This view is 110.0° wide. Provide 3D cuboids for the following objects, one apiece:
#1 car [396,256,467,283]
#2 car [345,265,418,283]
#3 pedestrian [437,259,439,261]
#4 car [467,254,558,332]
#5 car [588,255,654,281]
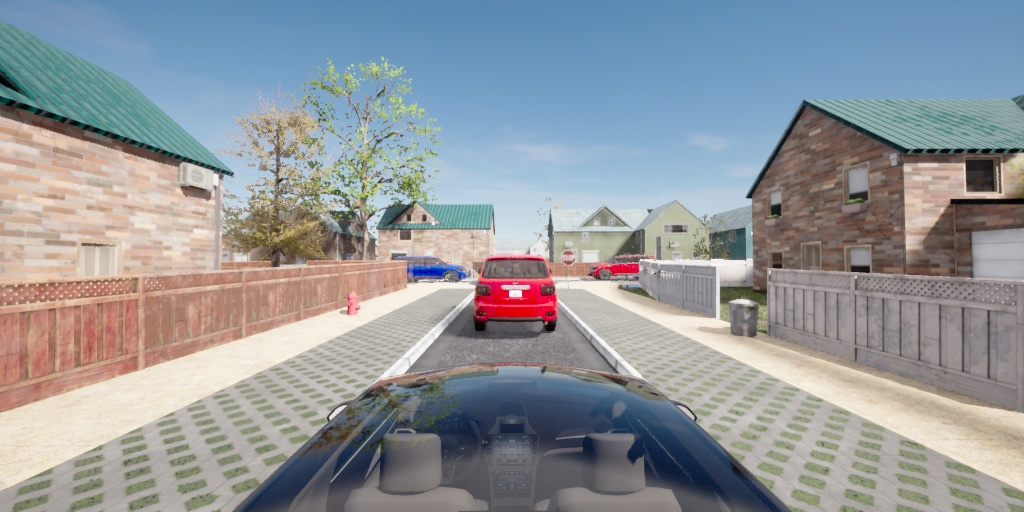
[{"bbox_3d":[-6.132,1.047,26.781,5.566,2.045,2.150,-1,-1,1],"label":"car"},{"bbox_3d":[-10.727,1.493,29.779,5.357,1.411,2.033,-1,-1,1],"label":"car"},{"bbox_3d":[-6.731,1.121,32.650,0.375,1.860,0.375,0,-1,1],"label":"pedestrian"},{"bbox_3d":[0.091,0.976,11.059,2.150,2.045,5.566,0,0,0],"label":"car"},{"bbox_3d":[9.141,0.976,29.543,5.566,2.045,2.150,-1,-1,1],"label":"car"}]
